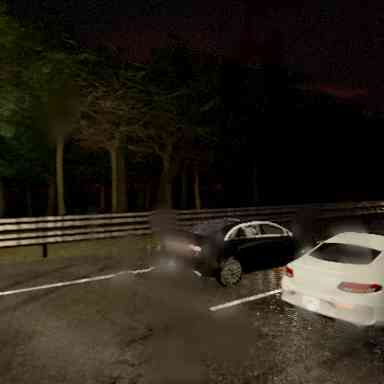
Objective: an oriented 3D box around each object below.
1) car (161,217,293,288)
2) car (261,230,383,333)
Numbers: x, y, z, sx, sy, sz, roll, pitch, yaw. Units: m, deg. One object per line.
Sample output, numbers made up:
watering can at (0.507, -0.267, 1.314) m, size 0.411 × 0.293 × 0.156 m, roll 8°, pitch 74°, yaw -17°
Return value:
car at (1.510, 1.442, 9.142) m, size 4.902 × 1.511 × 2.128 m, roll -1°, pitch 0°, yaw -36°
car at (3.673, 1.475, 6.385) m, size 4.674 × 1.442 × 1.812 m, roll -1°, pitch 0°, yaw -36°
